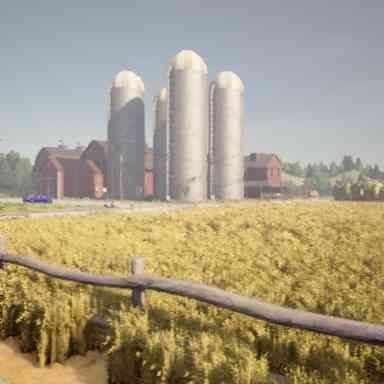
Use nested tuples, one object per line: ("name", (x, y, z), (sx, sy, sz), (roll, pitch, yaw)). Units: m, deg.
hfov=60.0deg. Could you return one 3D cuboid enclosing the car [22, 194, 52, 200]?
("car", (-25.809, 1.191, 55.612), (2.242, 1.667, 4.611), (0, 0, 39))
